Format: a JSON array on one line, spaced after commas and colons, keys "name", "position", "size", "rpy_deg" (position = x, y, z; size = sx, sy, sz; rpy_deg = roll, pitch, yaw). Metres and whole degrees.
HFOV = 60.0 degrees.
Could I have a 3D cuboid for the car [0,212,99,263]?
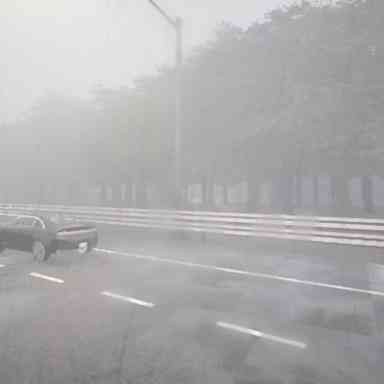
[{"name": "car", "position": [-5.468, 1.495, 12.072], "size": [4.902, 1.511, 2.128], "rpy_deg": [0, 0, 36]}]
